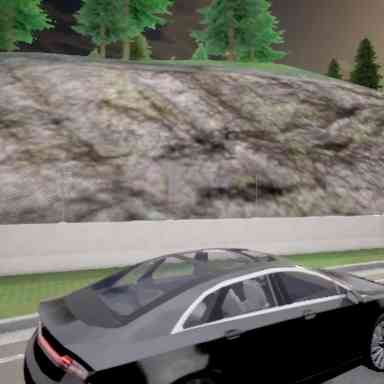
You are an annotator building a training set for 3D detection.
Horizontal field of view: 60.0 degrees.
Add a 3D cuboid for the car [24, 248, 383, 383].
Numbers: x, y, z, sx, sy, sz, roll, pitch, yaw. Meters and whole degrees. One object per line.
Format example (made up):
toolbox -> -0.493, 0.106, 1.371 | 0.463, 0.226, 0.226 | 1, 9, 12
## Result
car -> 0.687, 1.472, 4.080 | 4.902, 1.511, 2.128 | 0, 0, -32
